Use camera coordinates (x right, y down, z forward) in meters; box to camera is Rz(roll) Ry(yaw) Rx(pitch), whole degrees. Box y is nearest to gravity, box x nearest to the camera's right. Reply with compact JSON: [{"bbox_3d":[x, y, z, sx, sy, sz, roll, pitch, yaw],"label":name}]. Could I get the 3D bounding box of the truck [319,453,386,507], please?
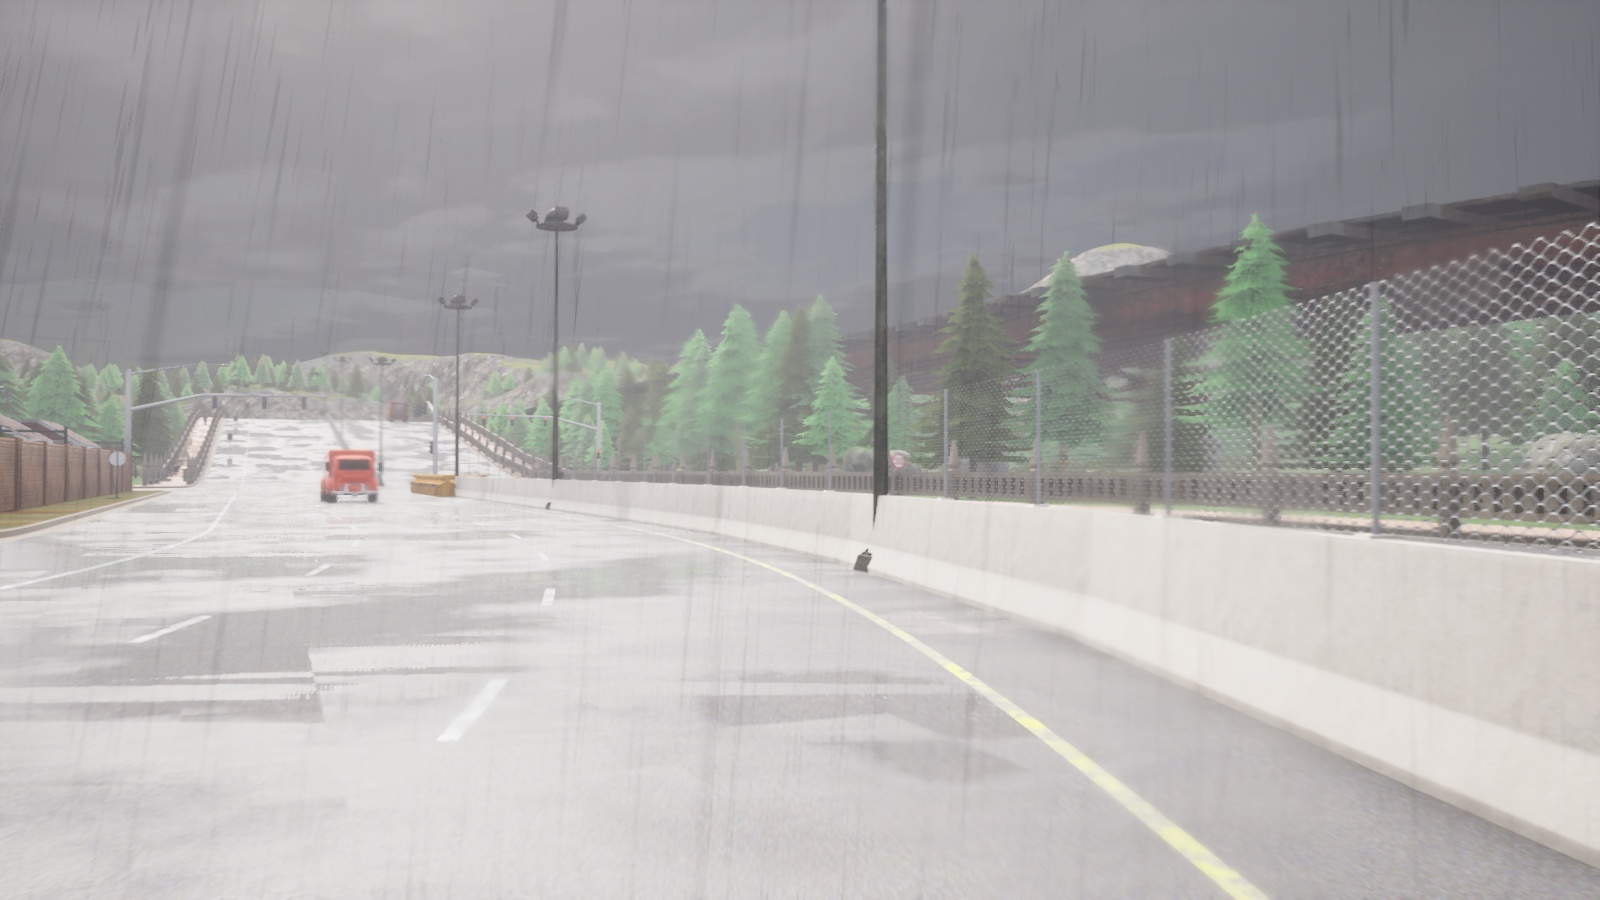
[{"bbox_3d":[-21.291,1.422,59.586,2.627,2.467,5.204,0,-1,-24],"label":"truck"}]
